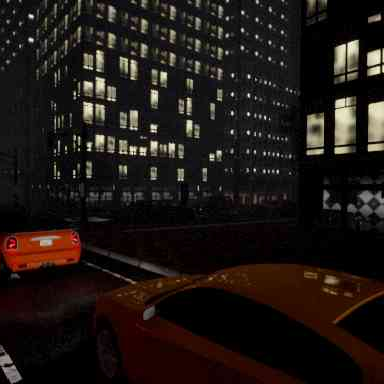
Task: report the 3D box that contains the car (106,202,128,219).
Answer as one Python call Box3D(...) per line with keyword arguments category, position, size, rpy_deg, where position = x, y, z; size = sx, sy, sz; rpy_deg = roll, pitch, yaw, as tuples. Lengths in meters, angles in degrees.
Box3D(category="car", position=(-5.730, 1.644, 31.245), size=(4.674, 1.442, 1.812), rpy_deg=(1, 0, -38))

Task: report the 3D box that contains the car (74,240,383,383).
Box3D(category="car", position=(0.729, 1.477, 3.275), size=(1.882, 1.535, 5.008), rpy_deg=(0, 0, -40))

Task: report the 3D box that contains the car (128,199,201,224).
Box3D(category="car", position=(-2.127, 1.525, 26.712), size=(5.009, 1.841, 2.192), rpy_deg=(1, 0, -39))

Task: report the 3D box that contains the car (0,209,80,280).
Box3D(category="car", position=(-5.183, 1.347, 10.341), size=(2.097, 1.767, 4.553), rpy_deg=(0, 0, -40))

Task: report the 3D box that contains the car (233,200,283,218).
Box3D(category="car", position=(6.776, 1.834, 33.909), size=(4.829, 1.417, 1.752), rpy_deg=(1, 0, -39))

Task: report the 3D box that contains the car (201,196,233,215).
Box3D(category="car", position=(2.306, 1.431, 37.724), size=(5.566, 2.045, 2.150), rpy_deg=(1, 0, -39))

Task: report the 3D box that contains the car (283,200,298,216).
Box3D(category="car", position=(11.030, 1.937, 37.348), size=(4.206, 1.307, 1.802), rpy_deg=(1, 0, -39))

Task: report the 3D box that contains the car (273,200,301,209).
Box3D(category="car", position=(14.528, 1.883, 50.948), size=(4.313, 1.339, 1.947), rpy_deg=(1, 0, -39))

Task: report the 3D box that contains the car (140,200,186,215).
Box3D(category="car", position=(-3.145, 1.650, 36.666), size=(4.829, 1.417, 1.752), rpy_deg=(1, 0, -39))

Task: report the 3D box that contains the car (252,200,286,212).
Box3D(category="car", position=(10.267, 1.821, 44.150), size=(4.674, 1.442, 1.812), rpy_deg=(1, 1, -39))
